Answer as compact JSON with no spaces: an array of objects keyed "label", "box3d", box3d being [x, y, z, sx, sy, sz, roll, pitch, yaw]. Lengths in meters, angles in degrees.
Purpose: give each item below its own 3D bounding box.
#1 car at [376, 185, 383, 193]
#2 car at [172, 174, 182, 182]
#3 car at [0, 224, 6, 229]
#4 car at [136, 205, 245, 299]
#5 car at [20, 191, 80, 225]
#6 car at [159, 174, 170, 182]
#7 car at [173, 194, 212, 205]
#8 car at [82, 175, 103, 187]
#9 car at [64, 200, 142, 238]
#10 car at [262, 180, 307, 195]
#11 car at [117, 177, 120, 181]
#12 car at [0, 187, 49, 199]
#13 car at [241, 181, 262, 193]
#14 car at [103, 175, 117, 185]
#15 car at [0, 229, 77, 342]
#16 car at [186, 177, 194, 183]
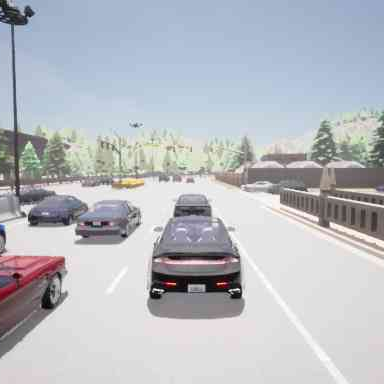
[{"label":"car","box3d":[25.786,-0.556,41.877,4.674,1.442,1.812,0,3,1]},{"label":"car","box3d":[-3.939,-3.618,87.004,2.150,2.045,5.566,0,3,0]},{"label":"car","box3d":[-6.937,1.282,8.831,1.882,1.535,5.008,0,2,0]},{"label":"car","box3d":[0.067,1.327,8.043,2.128,1.511,4.902,0,2,0]},{"label":"car","box3d":[-6.980,0.878,17.804,1.994,1.385,4.181,0,3,0]},{"label":"car","box3d":[-7.439,-3.616,86.986,2.150,2.045,5.566,0,3,0]},{"label":"car","box3d":[0.025,0.814,17.464,1.882,1.535,5.008,0,3,-1]},{"label":"car","box3d":[-17.857,-1.795,58.963,2.097,1.767,4.553,0,3,0]},{"label":"car","box3d":[-3.466,1.049,14.626,2.033,1.411,5.357,0,3,0]},{"label":"car","box3d":[10.922,-0.589,38.826,4.553,1.767,2.097,0,3,1]},{"label":"car","box3d":[-17.897,-2.821,78.968,1.812,1.442,4.674,0,3,0]},{"label":"car","box3d":[-13.571,0.296,27.344,2.033,1.411,5.357,1,4,19]},{"label":"car","box3d":[8.674,-0.650,42.735,4.674,1.442,1.812,1,4,9]},{"label":"car","box3d":[-17.844,-2.515,68.857,2.150,2.045,5.566,0,3,0]},{"label":"car","box3d":[-3.419,1.539,4.612,1.895,1.301,4.718,0,1,0]},{"label":"car","box3d":[-0.416,-3.055,82.863,1.812,1.442,4.674,0,3,0]}]
